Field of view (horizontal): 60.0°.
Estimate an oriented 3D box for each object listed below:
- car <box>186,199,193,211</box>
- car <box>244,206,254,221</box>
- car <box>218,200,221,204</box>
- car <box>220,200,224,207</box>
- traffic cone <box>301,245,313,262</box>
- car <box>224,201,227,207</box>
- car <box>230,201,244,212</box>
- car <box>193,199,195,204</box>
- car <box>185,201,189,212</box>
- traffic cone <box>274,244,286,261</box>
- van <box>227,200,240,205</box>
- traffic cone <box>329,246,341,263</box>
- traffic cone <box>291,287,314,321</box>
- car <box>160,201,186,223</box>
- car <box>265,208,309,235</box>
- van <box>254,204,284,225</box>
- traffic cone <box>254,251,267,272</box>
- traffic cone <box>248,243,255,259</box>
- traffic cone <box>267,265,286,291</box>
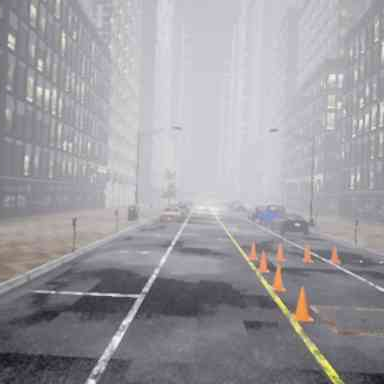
[{"bbox_3d":[-1.235,1.911,45.443,1.967,1.590,4.097,2,-1,2],"label":"car"},{"bbox_3d":[6.829,2.080,33.820,1.967,1.590,4.097,2,-1,2],"label":"car"},{"bbox_3d":[8.208,2.835,85.027,1.802,1.307,4.206,2,-1,2],"label":"car"},{"bbox_3d":[7.902,2.670,73.646,2.008,1.369,4.403,2,-1,2],"label":"car"},{"bbox_3d":[4.269,2.256,12.303,0.340,0.580,0.340,2,-1,2],"label":"traffic cone"},{"bbox_3d":[7.595,2.529,62.267,1.887,1.381,4.507,2,-1,2],"label":"car"},{"bbox_3d":[7.286,2.430,50.886,1.802,1.307,4.206,2,-1,2],"label":"car"},{"bbox_3d":[-0.624,2.310,68.199,1.947,1.339,4.313,2,-1,2],"label":"car"},{"bbox_3d":[-1.547,1.913,34.062,1.802,1.307,4.206,2,-1,2],"label":"car"},{"bbox_3d":[3.270,2.219,12.331,0.340,0.580,0.340,2,-1,2],"label":"traffic cone"},{"bbox_3d":[7.447,2.258,56.579,1.690,1.788,3.998,2,-1,2],"label":"van"},{"bbox_3d":[5.268,2.293,12.276,0.340,0.580,0.340,2,-1,2],"label":"traffic cone"},{"bbox_3d":[2.109,2.108,6.361,0.340,0.580,0.340,2,-1,2],"label":"traffic cone"},{"bbox_3d":[-1.703,1.785,28.203,1.752,1.417,4.829,2,-1,2],"label":"car"},{"bbox_3d":[6.518,2.065,22.438,1.947,1.339,4.313,2,-1,2],"label":"car"},{"bbox_3d":[6.679,1.910,28.130,1.690,1.788,3.998,2,-1,2],"label":"van"},{"bbox_3d":[2.217,2.158,10.359,0.340,0.580,0.340,2,-1,2],"label":"traffic cone"},{"bbox_3d":[2.271,2.182,12.358,0.340,0.580,0.340,2,-1,2],"label":"traffic cone"},{"bbox_3d":[2.163,2.133,8.359,0.340,0.580,0.340,2,-1,2],"label":"traffic cone"}]
